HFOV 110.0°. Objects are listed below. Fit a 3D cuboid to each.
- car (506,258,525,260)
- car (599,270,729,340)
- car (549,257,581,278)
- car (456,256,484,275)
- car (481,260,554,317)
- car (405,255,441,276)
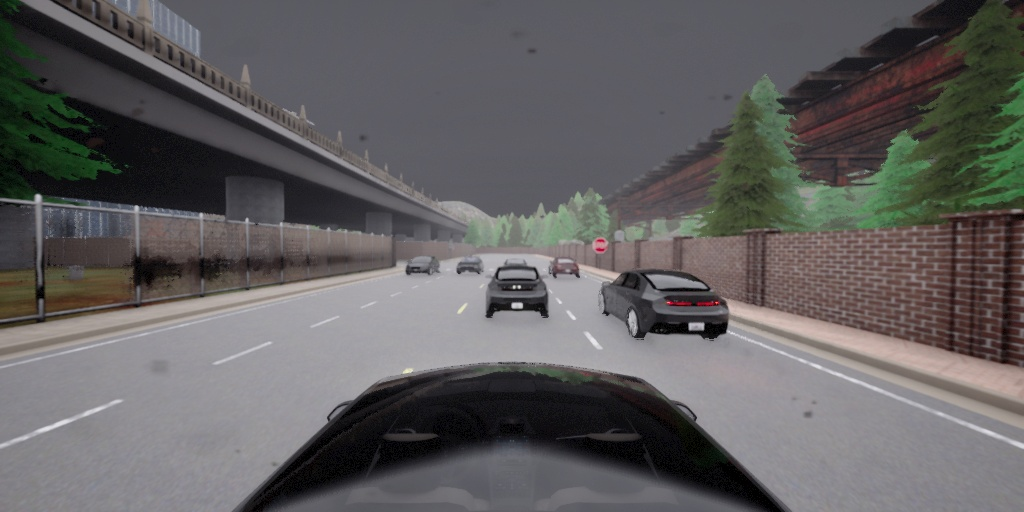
[{"bbox_3d":[0.260,0.836,26.912,1.895,1.301,4.718,0,1,0],"label":"car"},{"bbox_3d":[3.642,1.098,9.453,1.837,1.490,4.892,0,1,0],"label":"car"},{"bbox_3d":[3.779,0.774,26.351,1.812,1.442,4.674,0,1,1],"label":"car"},{"bbox_3d":[-3.341,0.726,29.593,2.033,1.411,5.357,0,1,1],"label":"car"},{"bbox_3d":[0.163,1.043,12.037,1.837,1.490,4.892,0,1,0],"label":"car"},{"bbox_3d":[-6.863,0.714,28.045,1.837,1.490,4.892,0,1,1],"label":"car"}]
